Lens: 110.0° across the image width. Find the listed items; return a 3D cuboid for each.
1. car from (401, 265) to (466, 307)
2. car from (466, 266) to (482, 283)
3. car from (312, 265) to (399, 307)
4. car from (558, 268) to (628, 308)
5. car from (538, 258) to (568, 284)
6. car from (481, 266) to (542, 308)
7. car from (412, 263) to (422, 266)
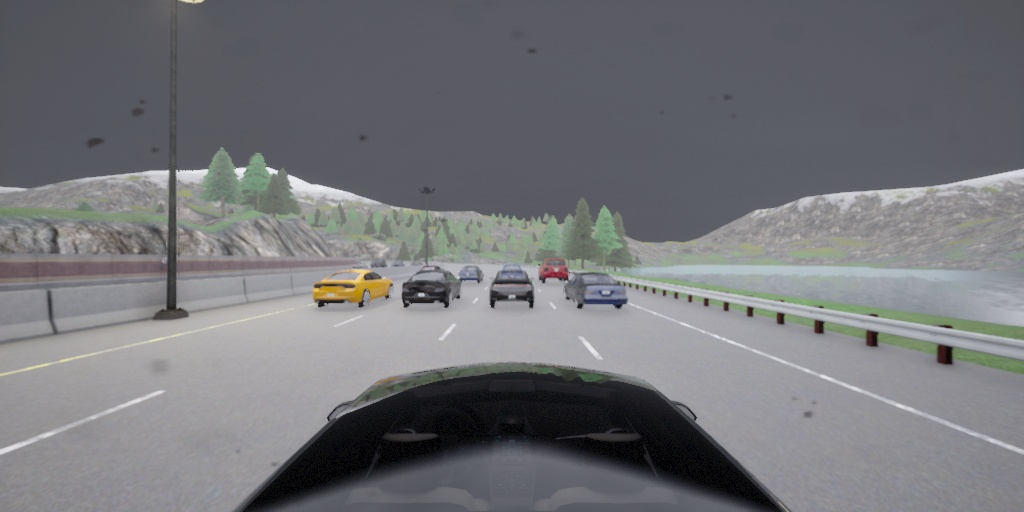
[{"bbox_3d":[-3.494,1.361,16.325,1.882,1.535,5.008,0,0,0],"label":"car"},{"bbox_3d":[-3.502,1.563,30.836,2.033,1.411,5.357,0,0,0],"label":"car"},{"bbox_3d":[-6.994,1.361,16.325,1.882,1.535,5.008,0,0,0],"label":"car"},{"bbox_3d":[3.500,1.426,15.837,2.033,1.411,5.357,0,0,0],"label":"car"},{"bbox_3d":[3.497,1.233,30.863,2.150,2.045,5.566,0,0,0],"label":"car"},{"bbox_3d":[0.004,1.374,16.139,2.128,1.511,4.902,0,0,0],"label":"car"},{"bbox_3d":[-6.997,1.545,31.216,1.812,1.442,4.674,0,0,0],"label":"car"}]
